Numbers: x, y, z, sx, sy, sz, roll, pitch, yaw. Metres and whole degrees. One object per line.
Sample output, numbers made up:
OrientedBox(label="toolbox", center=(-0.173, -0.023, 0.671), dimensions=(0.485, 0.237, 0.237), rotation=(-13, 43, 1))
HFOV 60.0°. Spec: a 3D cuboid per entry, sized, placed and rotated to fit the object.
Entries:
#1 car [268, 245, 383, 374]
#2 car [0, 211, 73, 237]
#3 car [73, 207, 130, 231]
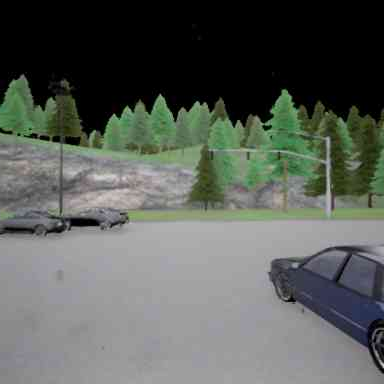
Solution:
OrientedBox(label="car", center=(3.073, 1.617, 5.561), dimensions=(2.033, 1.411, 5.357), rotation=(0, -1, -9))
OrientedBox(label="car", center=(-9.519, 1.802, 19.249), dimensions=(4.181, 1.385, 1.994), rotation=(0, -1, 8))
OrientedBox(label="car", center=(-6.645, 1.769, 22.425), dimensions=(4.902, 1.511, 2.128), rotation=(0, -1, 14))
